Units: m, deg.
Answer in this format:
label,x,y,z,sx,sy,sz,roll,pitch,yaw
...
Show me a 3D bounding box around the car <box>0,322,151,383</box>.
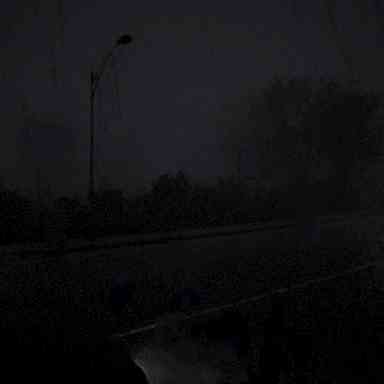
label,x,y,z,sx,sy,sz,roll,pitch,yaw
car,-2.815,1.550,1.776,5.357,1.411,2.033,0,0,-36
